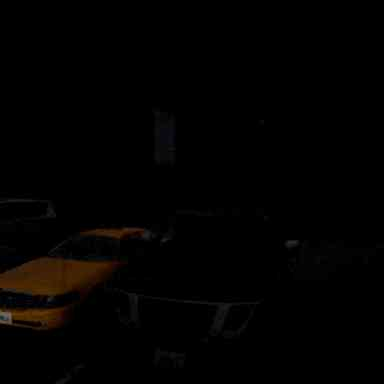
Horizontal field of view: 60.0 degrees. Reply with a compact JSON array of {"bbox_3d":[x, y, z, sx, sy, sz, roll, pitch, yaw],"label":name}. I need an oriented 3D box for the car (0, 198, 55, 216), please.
[{"bbox_3d":[-6.799,1.233,10.960,2.435,2.045,5.566,1,-1,16],"label":"car"}]

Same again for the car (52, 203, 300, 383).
[{"bbox_3d":[0.538,1.233,5.718,2.435,2.045,5.566,1,-1,15],"label":"car"}]

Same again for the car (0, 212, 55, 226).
[{"bbox_3d":[-4.362,1.513,9.206,2.163,1.488,4.792,1,-1,16],"label":"car"}]

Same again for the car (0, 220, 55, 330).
[{"bbox_3d":[-1.961,1.478,7.307,1.946,1.575,5.366,1,-1,16],"label":"car"}]

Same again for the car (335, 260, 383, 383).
[{"bbox_3d":[2.963,1.526,3.990,2.002,1.452,4.674,0,-1,16],"label":"car"}]
